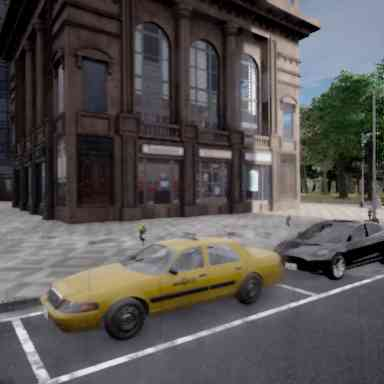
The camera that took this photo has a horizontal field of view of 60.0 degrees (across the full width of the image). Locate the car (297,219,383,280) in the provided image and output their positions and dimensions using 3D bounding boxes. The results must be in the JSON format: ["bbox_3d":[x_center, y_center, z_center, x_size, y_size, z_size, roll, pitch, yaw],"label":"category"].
[{"bbox_3d":[4.300,1.497,9.723,4.313,1.339,1.947,-1,0,-36],"label":"car"}]

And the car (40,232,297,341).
[{"bbox_3d":[-0.263,1.501,6.464,4.829,1.417,1.752,-1,0,-36],"label":"car"}]
